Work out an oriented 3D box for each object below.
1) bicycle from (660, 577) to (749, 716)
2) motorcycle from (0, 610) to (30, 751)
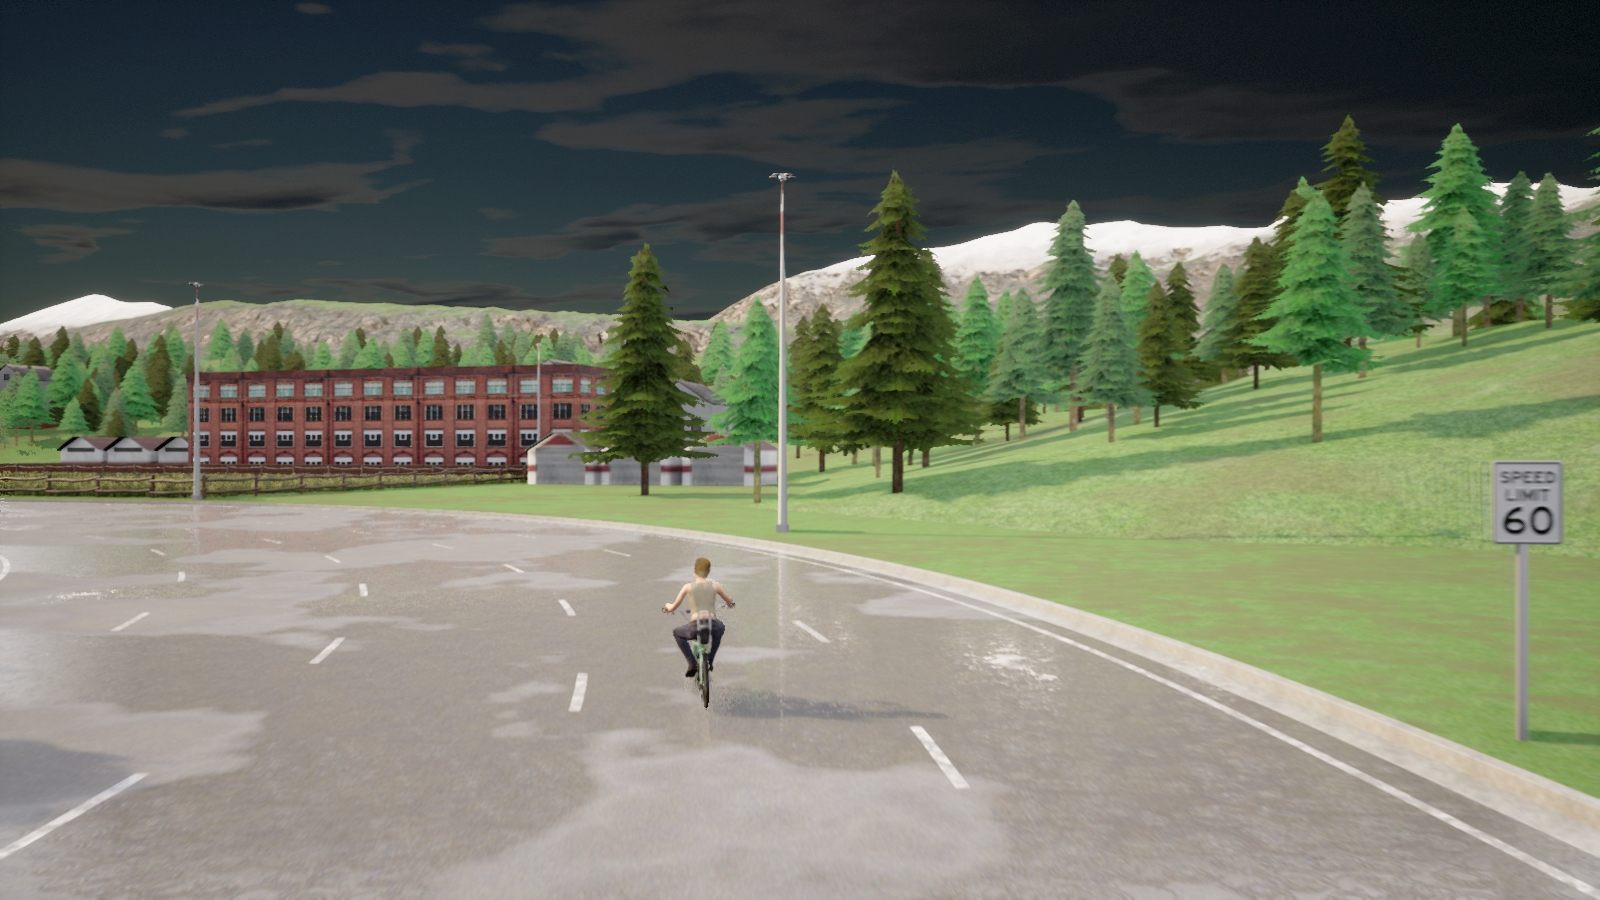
[{"bbox_3d":[-1.101,2.164,12.891,0.859,1.276,1.487,-1,0,-9],"label":"bicycle"},{"bbox_3d":[-7.890,2.212,10.129,0.867,1.251,2.209,-1,0,-8],"label":"motorcycle"}]
